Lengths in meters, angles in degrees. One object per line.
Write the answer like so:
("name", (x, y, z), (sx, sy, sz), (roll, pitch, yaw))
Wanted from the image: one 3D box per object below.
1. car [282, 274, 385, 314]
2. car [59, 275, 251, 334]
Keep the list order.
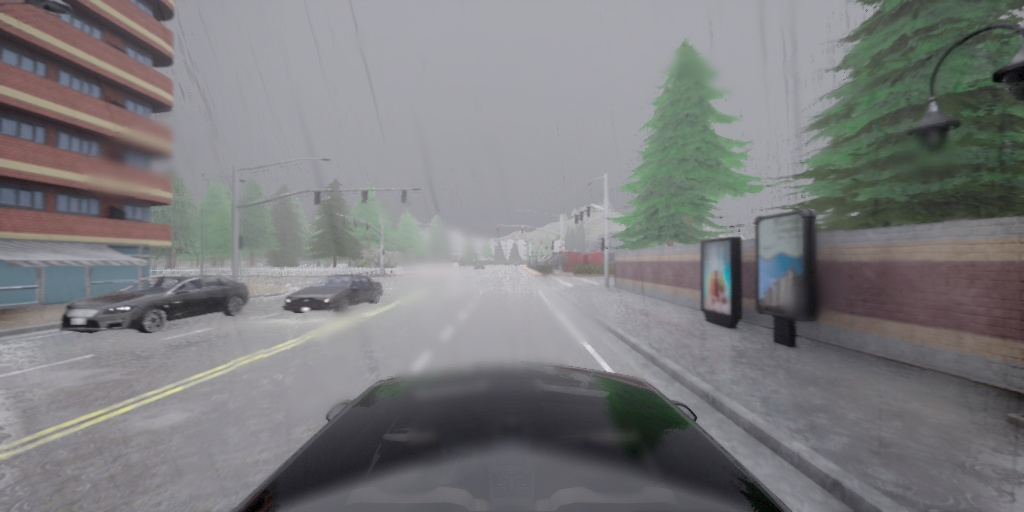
("car", (-7.046, 1.471, 14.932), (2.033, 1.411, 5.357), (0, -1, 1))
("car", (-10.572, 1.368, 11.214), (2.128, 1.511, 4.902), (0, -1, 0))
